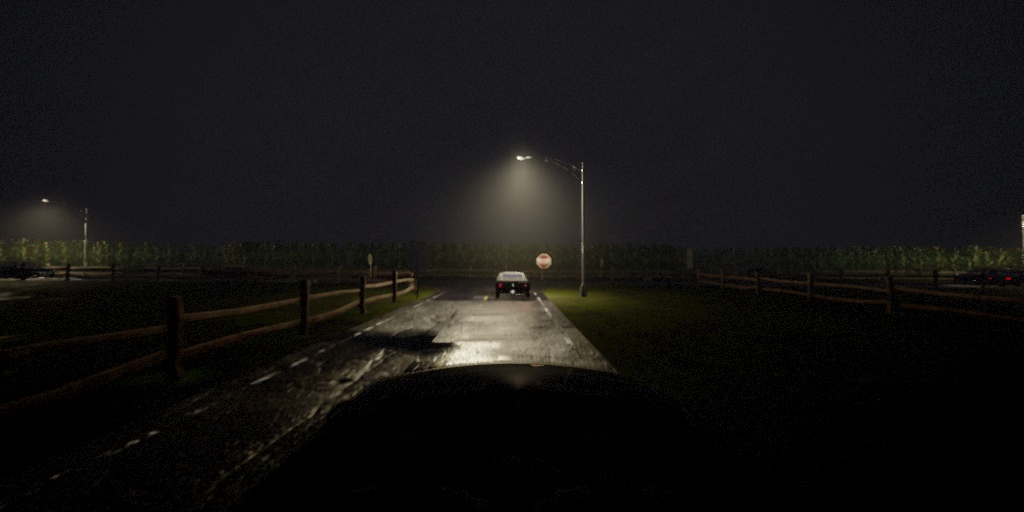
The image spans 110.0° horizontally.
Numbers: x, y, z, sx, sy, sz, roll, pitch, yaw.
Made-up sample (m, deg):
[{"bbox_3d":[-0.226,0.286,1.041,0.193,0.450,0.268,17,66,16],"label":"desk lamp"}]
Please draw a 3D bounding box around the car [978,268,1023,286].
[{"bbox_3d":[44.800,2.000,31.148,5.357,1.411,2.033,1,-2,1],"label":"car"}]

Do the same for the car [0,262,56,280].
[{"bbox_3d":[-43.485,1.269,31.632,5.008,1.535,1.882,0,-2,1],"label":"car"}]

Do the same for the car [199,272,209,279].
[{"bbox_3d":[-27.127,1.575,34.465,4.718,1.301,1.895,0,-2,0],"label":"car"}]

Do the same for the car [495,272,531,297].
[{"bbox_3d":[-0.037,1.571,20.664,1.895,1.301,4.718,0,-1,-2],"label":"car"}]

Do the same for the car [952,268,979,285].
[{"bbox_3d":[44.955,1.885,33.997,4.553,1.767,2.097,0,-2,1],"label":"car"}]

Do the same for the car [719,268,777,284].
[{"bbox_3d":[22.457,1.845,34.175,4.892,1.490,1.837,0,-2,0],"label":"car"}]

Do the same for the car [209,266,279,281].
[{"bbox_3d":[-23.256,1.517,31.484,4.718,1.301,1.895,0,-2,0],"label":"car"}]
